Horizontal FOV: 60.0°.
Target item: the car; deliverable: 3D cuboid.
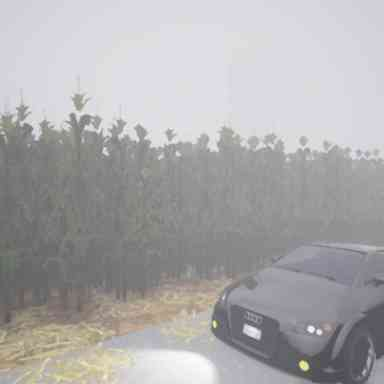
[{"bbox_3d":[2.311,1.534,5.341,4.181,1.385,1.994,0,0,-38],"label":"car"}]
